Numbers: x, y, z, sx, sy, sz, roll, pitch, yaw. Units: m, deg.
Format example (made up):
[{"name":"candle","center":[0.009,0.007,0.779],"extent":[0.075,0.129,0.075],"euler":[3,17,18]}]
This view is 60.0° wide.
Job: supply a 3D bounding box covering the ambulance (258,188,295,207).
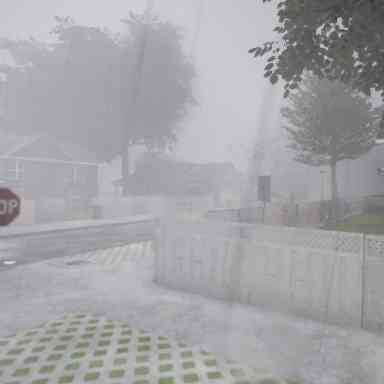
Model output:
[{"name":"ambulance","center":[9.673,0.776,37.916],"extent":[2.351,2.431,6.366],"euler":[0,0,35]}]
